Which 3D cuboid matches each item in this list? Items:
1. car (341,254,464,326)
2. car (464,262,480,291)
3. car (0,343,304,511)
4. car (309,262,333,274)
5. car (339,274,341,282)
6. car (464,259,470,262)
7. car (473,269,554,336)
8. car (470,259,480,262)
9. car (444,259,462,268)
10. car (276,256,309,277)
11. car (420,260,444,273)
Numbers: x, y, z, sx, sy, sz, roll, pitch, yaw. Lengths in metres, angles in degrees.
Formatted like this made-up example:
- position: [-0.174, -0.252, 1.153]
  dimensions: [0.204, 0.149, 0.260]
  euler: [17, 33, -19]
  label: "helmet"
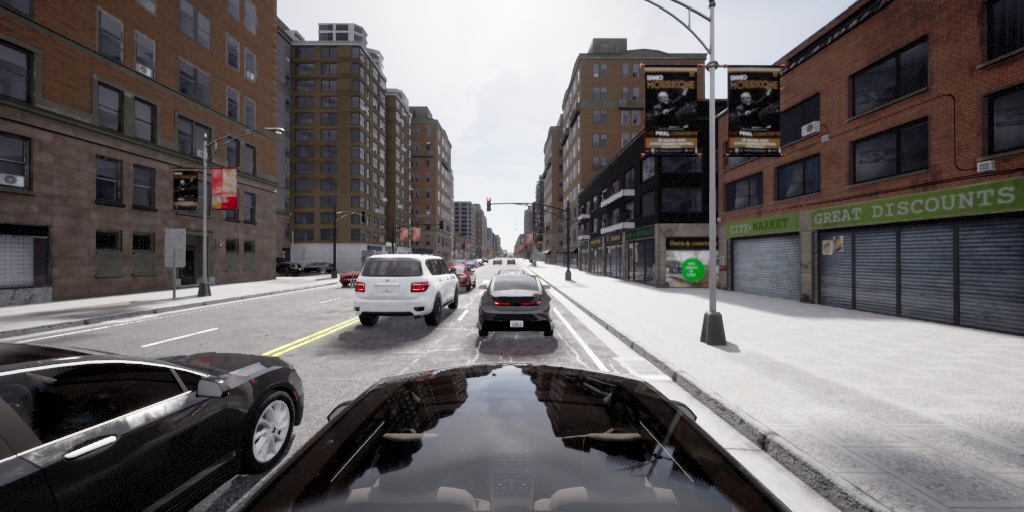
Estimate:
- position: [-3.173, 0.972, 11.856]
  dimensions: [2.150, 2.045, 5.566]
  euler: [0, 0, 1]
  label: "car"
- position: [-3.248, 1.279, 21.556]
  dimensions: [1.812, 1.442, 4.674]
  euler: [0, 0, 0]
  label: "car"
- position: [-3.153, 1.255, 1.903]
  dimensions: [1.837, 1.490, 4.892]
  euler: [0, 0, 0]
  label: "car"
- position: [-22.227, 1.346, 40.689]
  dimensions: [4.313, 1.339, 1.948]
  euler: [0, 0, 0]
  label: "car"
- position: [-9.898, 1.354, 24.503]
  dimensions: [1.895, 1.301, 4.718]
  euler: [0, 0, 0]
  label: "car"
- position: [-6.686, 1.241, 44.158]
  dimensions: [1.882, 1.535, 5.008]
  euler: [0, 0, 0]
  label: "car"
- position: [0.085, 1.256, 10.348]
  dimensions: [1.837, 1.490, 4.892]
  euler: [0, 0, 0]
  label: "car"
- position: [-6.698, 1.299, 58.259]
  dimensions: [1.812, 1.442, 4.674]
  euler: [0, 0, 0]
  label: "car"
- position: [-9.949, 1.322, 60.912]
  dimensions: [2.033, 1.411, 5.357]
  euler: [0, 0, 0]
  label: "car"
- position: [-23.555, 0.973, 35.212]
  dimensions: [5.566, 2.045, 2.150]
  euler: [0, 0, 0]
  label: "car"
- position: [-9.932, 1.241, 44.671]
  dimensions: [1.882, 1.535, 5.008]
  euler: [0, 0, 0]
  label: "car"
